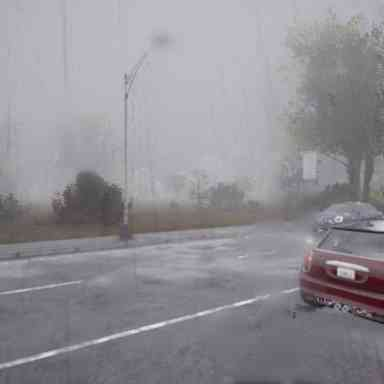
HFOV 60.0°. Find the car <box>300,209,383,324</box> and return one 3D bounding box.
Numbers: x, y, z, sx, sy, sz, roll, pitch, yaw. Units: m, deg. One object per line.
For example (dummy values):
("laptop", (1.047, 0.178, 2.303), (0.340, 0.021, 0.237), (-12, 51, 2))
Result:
("car", (4.281, 1.353, 6.679), (4.553, 1.767, 2.097), (0, 0, -35))

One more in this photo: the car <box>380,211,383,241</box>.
("car", (10.964, 1.567, 15.639), (4.181, 1.385, 1.994), (0, 0, -33))

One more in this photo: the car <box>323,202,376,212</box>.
("car", (8.381, 1.353, 18.126), (4.553, 1.767, 2.097), (0, 0, -33))
